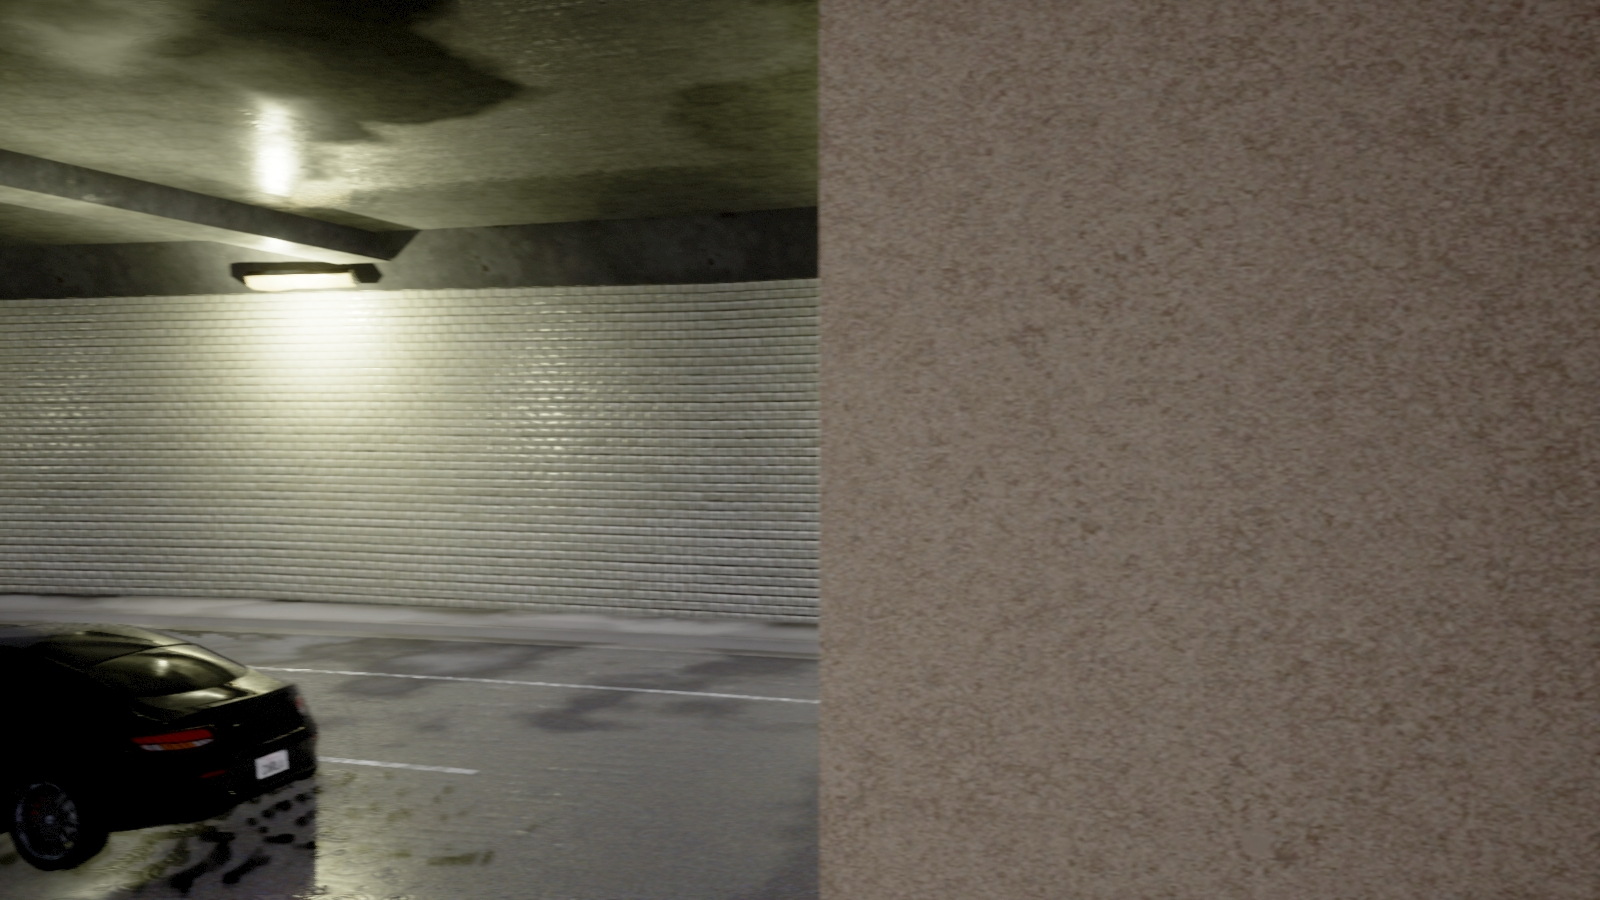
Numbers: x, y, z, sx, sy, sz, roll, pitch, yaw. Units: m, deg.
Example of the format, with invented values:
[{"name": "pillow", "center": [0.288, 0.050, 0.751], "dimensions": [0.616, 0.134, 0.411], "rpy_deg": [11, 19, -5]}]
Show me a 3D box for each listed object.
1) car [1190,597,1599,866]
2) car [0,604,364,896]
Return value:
[{"name": "car", "center": [5.485, 2.074, 8.710], "dimensions": [4.674, 1.442, 2.002], "rpy_deg": [0, 0, 21]}, {"name": "car", "center": [-5.987, 2.076, 8.741], "dimensions": [4.674, 1.442, 2.002], "rpy_deg": [0, 0, 15]}]
